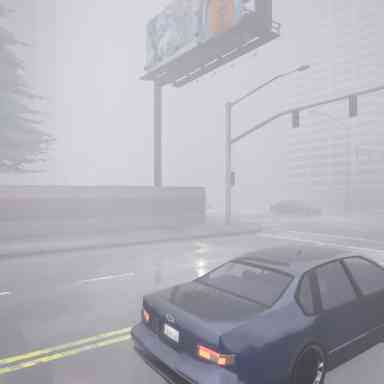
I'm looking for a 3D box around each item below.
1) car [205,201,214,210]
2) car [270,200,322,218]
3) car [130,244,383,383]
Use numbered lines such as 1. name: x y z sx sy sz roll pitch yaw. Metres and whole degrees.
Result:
1. car: 0.551 1.547 43.249 2.033 1.411 5.357 0 0 -35
2. car: 9.453 1.478 30.580 1.882 1.535 5.008 0 0 -35
3. car: 1.796 1.547 5.044 5.357 1.411 2.033 0 0 -37
